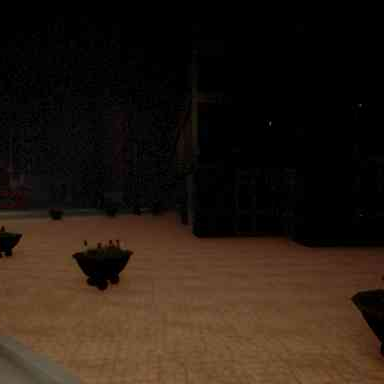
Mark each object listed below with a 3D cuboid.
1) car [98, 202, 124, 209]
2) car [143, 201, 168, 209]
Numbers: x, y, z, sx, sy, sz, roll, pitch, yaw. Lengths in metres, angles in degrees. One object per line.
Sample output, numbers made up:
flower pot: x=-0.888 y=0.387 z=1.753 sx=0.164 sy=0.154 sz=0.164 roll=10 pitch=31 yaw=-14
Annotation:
car: x=-14.811 y=2.519 z=60.917 sx=1.895 sy=1.301 sz=4.718 roll=-1 pitch=-1 yaw=39
car: x=-7.061 y=2.546 z=64.908 sx=2.033 sy=1.411 sz=5.357 roll=-1 pitch=-1 yaw=39
